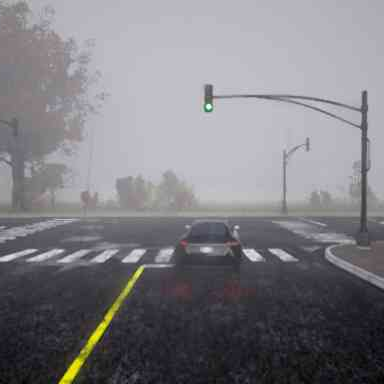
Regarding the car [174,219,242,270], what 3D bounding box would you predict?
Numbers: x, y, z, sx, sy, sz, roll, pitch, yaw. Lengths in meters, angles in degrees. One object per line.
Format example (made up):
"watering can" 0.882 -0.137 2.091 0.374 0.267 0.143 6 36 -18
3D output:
"car" 0.648 1.599 11.184 1.994 1.385 4.181 0 -1 7
